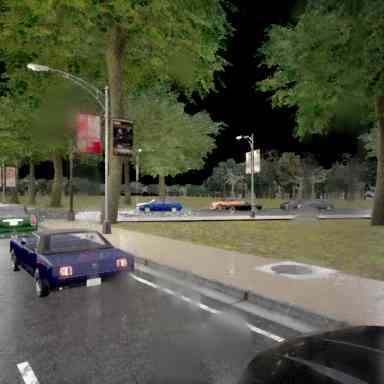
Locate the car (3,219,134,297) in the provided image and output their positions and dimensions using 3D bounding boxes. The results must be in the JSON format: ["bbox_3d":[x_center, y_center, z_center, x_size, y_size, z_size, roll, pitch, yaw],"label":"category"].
[{"bbox_3d":[-3.413,1.601,8.732,1.895,1.301,4.718,0,0,-38],"label":"car"}]

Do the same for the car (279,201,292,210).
[{"bbox_3d":[14.355,1.810,46.316,4.181,1.385,1.994,0,0,-14],"label":"car"}]

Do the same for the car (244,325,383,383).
[{"bbox_3d":[2.346,1.478,1.248,1.882,1.535,5.008,0,0,-37],"label":"car"}]

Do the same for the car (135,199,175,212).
[{"bbox_3d":[-4.620,1.657,41.495,4.674,1.442,1.812,0,0,-16],"label":"car"}]

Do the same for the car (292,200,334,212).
[{"bbox_3d":[16.160,1.745,43.420,4.902,1.511,2.128,0,0,-14],"label":"car"}]

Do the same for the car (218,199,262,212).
[{"bbox_3d":[6.111,1.791,40.877,4.718,1.301,1.895,0,0,-14],"label":"car"}]

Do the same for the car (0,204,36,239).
[{"bbox_3d":[-8.891,1.352,15.859,2.097,1.767,4.553,0,0,-38],"label":"car"}]

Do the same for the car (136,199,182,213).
[{"bbox_3d":[-3.647,1.611,38.397,5.008,1.535,1.882,0,0,-14],"label":"car"}]

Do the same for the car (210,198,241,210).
[{"bbox_3d":[4.694,1.538,43.870,4.553,1.767,2.097,0,0,-14],"label":"car"}]
